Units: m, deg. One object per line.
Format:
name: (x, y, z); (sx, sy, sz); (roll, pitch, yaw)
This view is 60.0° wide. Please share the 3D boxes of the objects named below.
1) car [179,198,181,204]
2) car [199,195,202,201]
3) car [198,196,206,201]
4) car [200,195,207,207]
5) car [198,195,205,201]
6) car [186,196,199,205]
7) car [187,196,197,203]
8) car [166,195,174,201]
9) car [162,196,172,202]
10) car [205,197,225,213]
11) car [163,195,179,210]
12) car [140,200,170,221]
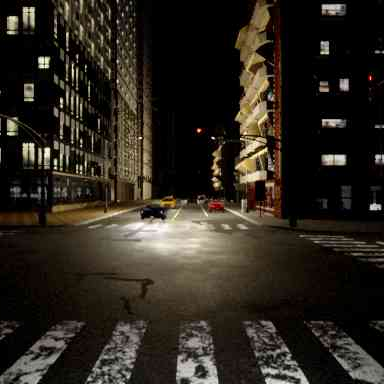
car: (-3.099, 1.559, 63.892); (1.812, 1.442, 4.674); (0, 0, 0)
car: (2.607, 1.571, 55.782); (2.008, 1.369, 4.403); (0, 0, 0)
car: (2.563, 1.626, 84.025); (1.802, 1.307, 4.206); (0, 0, 0)
car: (2.615, 1.567, 50.134); (2.008, 1.369, 4.403); (0, 0, 0)
car: (2.554, 1.491, 89.674); (1.967, 1.590, 4.097); (0, 0, 0)
car: (0.007, 1.528, 59.967); (1.837, 1.490, 4.892); (0, 0, 0)
car: (-0.021, 1.594, 70.278); (1.994, 1.385, 4.181); (0, 0, 0)
car: (-5.827, 1.595, 89.661); (1.887, 1.381, 4.507); (0, 0, 0)
car: (-5.809, 1.589, 78.363); (2.008, 1.369, 4.403); (0, 0, 0)
car: (2.685, 1.591, 37.216); (1.802, 1.307, 4.206); (0, 0, 0)
car: (-3.155, 1.490, 44.376); (1.882, 1.535, 5.008); (0, 0, 0)
car: (-3.101, 1.605, 27.461); (1.895, 1.301, 4.718); (0, 0, -1)
